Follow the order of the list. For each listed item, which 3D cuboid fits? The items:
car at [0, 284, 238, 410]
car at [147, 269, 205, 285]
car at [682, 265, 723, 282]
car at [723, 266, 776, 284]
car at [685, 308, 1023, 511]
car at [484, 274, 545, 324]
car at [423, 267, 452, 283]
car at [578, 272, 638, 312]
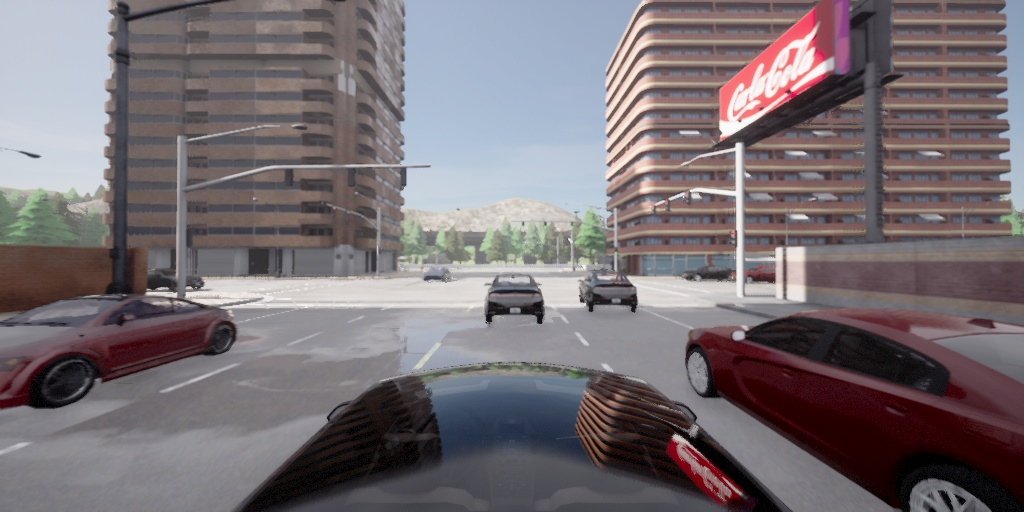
[{"bbox_3d":[-6.996,1.377,6.108,1.994,1.385,4.181,0,-1,0],"label":"car"},{"bbox_3d":[-22.856,1.555,23.437,4.674,1.442,1.812,0,-1,-1],"label":"car"},{"bbox_3d":[18.891,1.648,34.277,5.008,1.535,1.882,0,-1,0],"label":"car"},{"bbox_3d":[21.359,1.603,30.787,5.008,1.535,1.882,0,-1,0],"label":"car"},{"bbox_3d":[3.602,1.252,3.564,1.882,1.535,5.008,0,-1,0],"label":"car"},{"bbox_3d":[0.033,1.384,12.711,2.128,1.511,4.902,0,-1,-1],"label":"car"},{"bbox_3d":[-6.954,1.707,33.971,2.033,1.411,5.357,0,-1,0],"label":"car"},{"bbox_3d":[3.925,1.416,15.203,2.128,1.511,4.902,0,-1,5],"label":"car"}]
